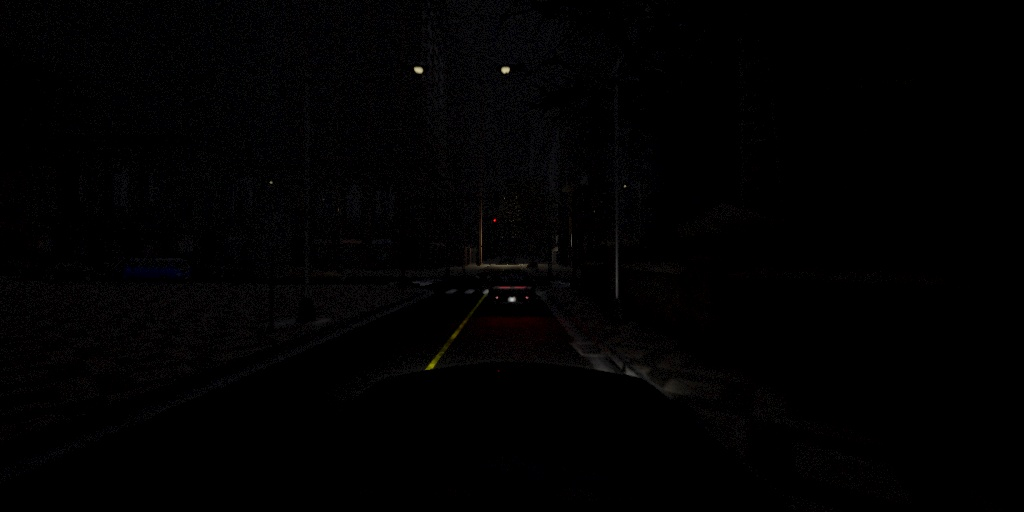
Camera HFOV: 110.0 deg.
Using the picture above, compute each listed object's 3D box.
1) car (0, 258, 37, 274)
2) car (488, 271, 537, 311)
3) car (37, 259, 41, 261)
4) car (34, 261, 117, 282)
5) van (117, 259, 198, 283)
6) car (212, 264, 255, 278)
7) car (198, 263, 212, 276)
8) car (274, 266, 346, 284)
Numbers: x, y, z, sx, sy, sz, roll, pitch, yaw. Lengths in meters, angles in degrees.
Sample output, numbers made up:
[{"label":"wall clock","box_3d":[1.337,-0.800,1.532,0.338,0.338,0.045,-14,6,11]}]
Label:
[{"label":"car","box_3d":[-48.786,0.970,35.384,4.097,1.591,1.967,0,0,0]},{"label":"car","box_3d":[0.022,1.381,15.353,2.128,1.511,4.902,0,0,1]},{"label":"car","box_3d":[-43.169,1.163,35.351,4.403,1.370,2.007,0,0,0]},{"label":"car","box_3d":[-31.971,1.233,26.760,4.403,1.370,2.007,0,0,0]},{"label":"van","box_3d":[-26.353,1.093,26.727,3.998,1.789,1.690,0,0,0]},{"label":"car","box_3d":[-26.314,1.404,35.252,4.313,1.339,1.948,0,0,0]},{"label":"car","box_3d":[-31.931,1.313,35.285,4.507,1.381,1.888,0,0,0]},{"label":"car","box_3d":[-14.942,1.398,26.660,4.829,1.417,1.751,0,0,0]}]
